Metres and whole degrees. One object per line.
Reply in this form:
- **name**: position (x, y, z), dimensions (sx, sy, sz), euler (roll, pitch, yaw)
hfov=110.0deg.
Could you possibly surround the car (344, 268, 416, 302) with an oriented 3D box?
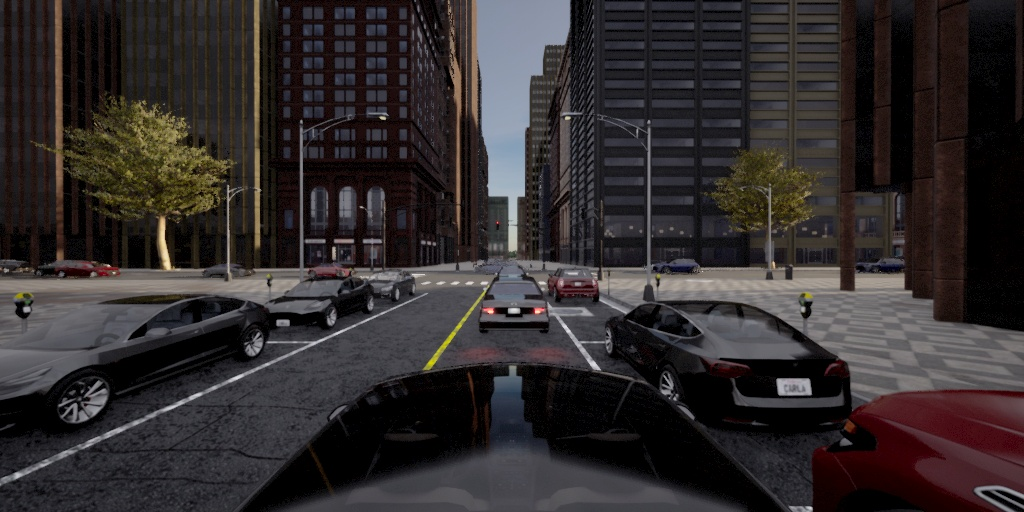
- **car**: position (-5.771, 1.299, 16.846), dimensions (2.007, 1.370, 4.403), euler (0, 0, 0)

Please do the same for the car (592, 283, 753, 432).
- **car**: position (2.760, 1.315, 5.580), dimensions (1.948, 1.339, 4.313), euler (0, 0, 0)

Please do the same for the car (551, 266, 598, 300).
- **car**: position (2.754, 1.189, 16.852), dimensions (1.967, 1.591, 4.097), euler (0, 0, 0)

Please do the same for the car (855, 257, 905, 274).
- **car**: position (39.456, 1.002, 38.511), dimensions (4.553, 1.767, 2.097), euler (0, 0, 0)

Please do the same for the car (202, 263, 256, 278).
- **car**: position (-27.489, 1.392, 34.908), dimensions (4.181, 1.385, 1.994), euler (0, 0, 0)

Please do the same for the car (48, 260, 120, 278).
- **car**: position (-41.221, 1.346, 34.883), dimensions (5.008, 1.535, 1.882), euler (1, 0, 0)

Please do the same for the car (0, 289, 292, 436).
- **car**: position (-5.765, 1.315, 5.573), dimensions (1.948, 1.339, 4.313), euler (0, 0, 0)

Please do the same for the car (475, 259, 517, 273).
- **car**: position (-1.829, 1.323, 38.427), dimensions (4.181, 1.385, 1.994), euler (0, 0, 0)

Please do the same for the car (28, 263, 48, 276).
- **car**: position (-47.685, 1.222, 38.245), dimensions (4.553, 1.767, 2.097), euler (0, 0, 0)

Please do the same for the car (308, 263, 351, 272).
- **car**: position (-17.483, 1.364, 34.931), dimensions (4.181, 1.385, 1.994), euler (0, 0, 0)

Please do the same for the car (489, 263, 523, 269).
- **car**: position (-0.012, 1.296, 20.758), dimensions (2.033, 1.411, 5.357), euler (0, 0, 0)

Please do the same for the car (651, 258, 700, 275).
- **car**: position (17.531, 1.049, 38.474), dimensions (4.553, 1.767, 2.097), euler (0, 0, 0)

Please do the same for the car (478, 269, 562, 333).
- **car**: position (0.059, 1.296, 10.686), dimensions (2.033, 1.411, 5.357), euler (0, 0, 0)

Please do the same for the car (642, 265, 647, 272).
- **car**: position (17.718, 1.281, 41.725), dimensions (4.718, 1.301, 1.895), euler (0, 0, 0)

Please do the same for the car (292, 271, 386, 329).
- **car**: position (-5.768, 1.315, 11.209), dimensions (1.948, 1.339, 4.313), euler (0, 0, 0)
